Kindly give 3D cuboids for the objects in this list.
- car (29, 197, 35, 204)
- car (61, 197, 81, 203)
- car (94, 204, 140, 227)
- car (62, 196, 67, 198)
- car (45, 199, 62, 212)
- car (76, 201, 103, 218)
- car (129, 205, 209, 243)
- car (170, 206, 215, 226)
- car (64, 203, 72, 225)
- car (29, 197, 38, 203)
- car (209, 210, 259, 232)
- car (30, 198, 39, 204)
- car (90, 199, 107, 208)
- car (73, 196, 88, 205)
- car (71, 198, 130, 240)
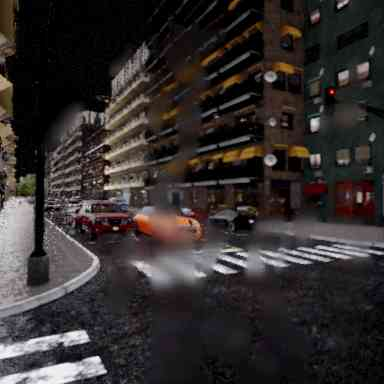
[{"bbox_3d":[-33.788,1.909,71.924,1.887,1.381,4.507,2,-1,-28],"label":"car"},{"bbox_3d":[-15.445,1.793,43.317,1.812,1.442,4.674,1,-1,-28],"label":"car"},{"bbox_3d":[-5.885,1.728,25.423,2.033,1.411,5.357,1,-1,-28],"label":"car"},{"bbox_3d":[-31.739,2.092,85.818,1.752,1.417,4.829,2,-1,-28],"label":"car"},{"bbox_3d":[-17.972,1.787,42.476,1.947,1.339,4.313,2,-1,-28],"label":"car"},{"bbox_3d":[-10.629,1.749,34.271,1.812,1.442,4.674,1,-1,-28],"label":"car"},{"bbox_3d":[-1.361,1.493,17.058,2.097,1.767,4.553,1,-1,-29],"label":"car"},{"bbox_3d":[-0.028,1.861,26.772,1.802,1.307,4.206,2,-1,-28],"label":"car"},{"bbox_3d":[-7.428,1.671,22.845,1.887,1.381,4.507,2,-1,-28],"label":"car"},{"bbox_3d":[-39.061,1.995,81.739,1.802,1.307,4.206,2,-1,-28],"label":"car"},{"bbox_3d":[2.608,1.822,21.865,1.947,1.339,4.313,2,-1,-28],"label":"car"},{"bbox_3d":[-36.425,1.971,76.831,1.802,1.307,4.206,2,-1,-28],"label":"car"},{"bbox_3d":[-15.843,1.966,56.221,1.887,1.381,4.507,2,-1,-28],"label":"car"},{"bbox_3d":[-23.745,1.808,70.949,2.192,1.841,5.009,2,-1,-28],"label":"car"},{"bbox_3d":[-4.785,1.418,17.941,2.192,1.841,5.009,2,-1,-28],"label":"car"}]
